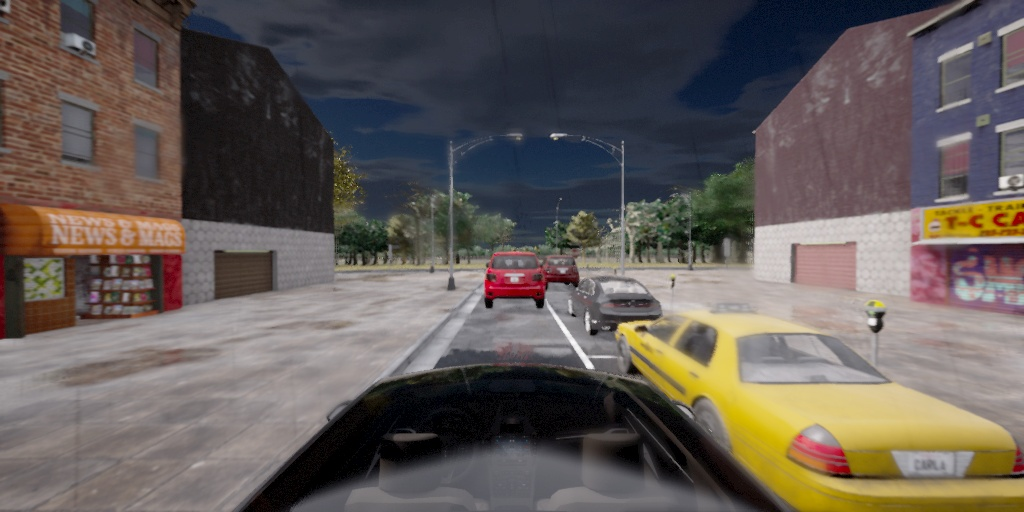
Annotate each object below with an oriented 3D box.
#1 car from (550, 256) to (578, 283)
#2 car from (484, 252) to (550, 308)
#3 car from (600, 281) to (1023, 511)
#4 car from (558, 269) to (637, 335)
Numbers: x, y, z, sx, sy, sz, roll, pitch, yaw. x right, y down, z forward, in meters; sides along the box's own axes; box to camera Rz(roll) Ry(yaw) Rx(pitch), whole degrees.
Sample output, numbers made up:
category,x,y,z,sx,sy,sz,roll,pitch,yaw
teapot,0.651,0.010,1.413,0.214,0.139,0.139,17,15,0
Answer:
category,x,y,z,sx,sy,sz,roll,pitch,yaw
car,2.635,0.879,21.033,2.192,1.841,5.009,0,0,0
car,0.098,0.848,14.518,2.150,2.045,5.566,0,1,0
car,2.637,1.248,4.568,1.751,1.417,4.829,0,0,0
car,2.636,1.220,9.942,2.007,1.370,4.403,0,0,0
